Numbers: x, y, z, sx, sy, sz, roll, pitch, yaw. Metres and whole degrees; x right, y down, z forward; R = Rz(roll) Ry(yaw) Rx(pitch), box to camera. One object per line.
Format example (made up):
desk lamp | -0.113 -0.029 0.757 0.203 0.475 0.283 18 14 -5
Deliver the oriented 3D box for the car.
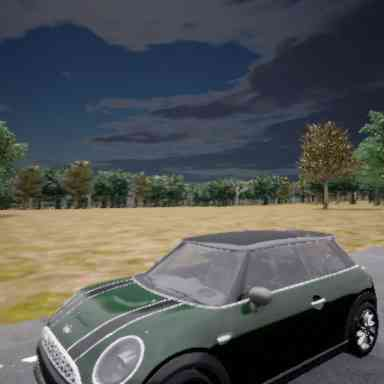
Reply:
car | 0.464 1.356 4.392 4.553 1.767 2.097 0 0 -36
